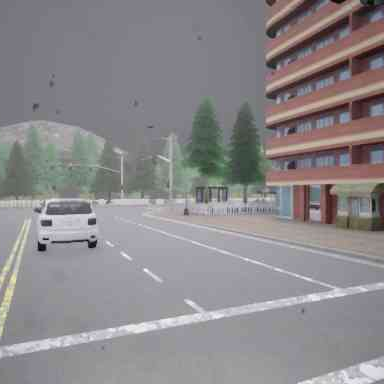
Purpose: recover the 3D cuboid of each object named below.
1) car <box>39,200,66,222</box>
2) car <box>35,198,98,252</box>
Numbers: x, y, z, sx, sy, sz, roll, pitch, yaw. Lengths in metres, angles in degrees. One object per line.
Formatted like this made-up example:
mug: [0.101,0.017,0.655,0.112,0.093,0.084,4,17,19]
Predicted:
car: [-11.768,1.482,27.906,1.882,1.535,5.008,0,0,-25]
car: [-5.475,1.256,14.323,2.150,2.045,5.566,0,0,-25]
